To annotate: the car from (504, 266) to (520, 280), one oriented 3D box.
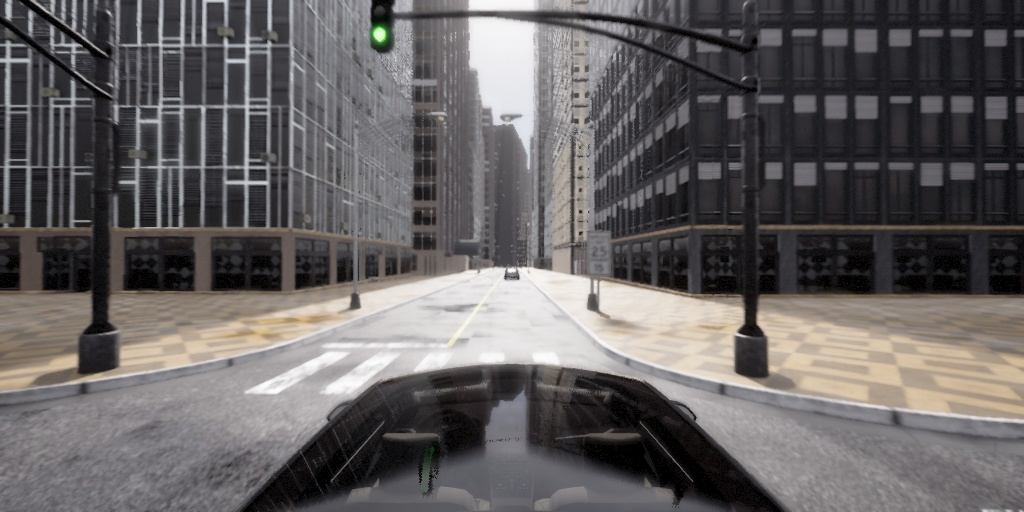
[{"bbox_3d":[-0.017,2.186,44.187,1.994,1.385,4.181,0,-1,0],"label":"car"}]
